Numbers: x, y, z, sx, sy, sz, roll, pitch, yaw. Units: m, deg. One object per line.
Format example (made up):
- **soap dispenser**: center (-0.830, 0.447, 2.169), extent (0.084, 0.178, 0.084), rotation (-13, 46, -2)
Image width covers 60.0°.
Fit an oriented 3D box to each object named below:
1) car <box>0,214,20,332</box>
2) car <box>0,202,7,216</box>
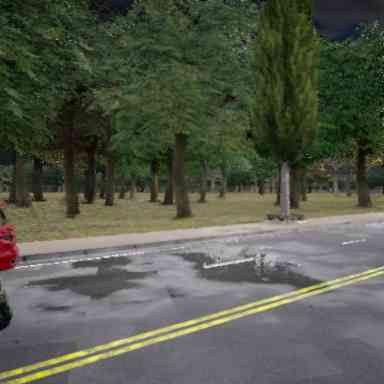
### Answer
- **car**: center (-4.908, 1.357, 4.178), extent (4.553, 1.767, 2.097), rotation (0, 0, -36)
- **car**: center (-6.703, 1.226, 6.889), extent (5.566, 2.045, 2.150), rotation (0, 0, -35)
